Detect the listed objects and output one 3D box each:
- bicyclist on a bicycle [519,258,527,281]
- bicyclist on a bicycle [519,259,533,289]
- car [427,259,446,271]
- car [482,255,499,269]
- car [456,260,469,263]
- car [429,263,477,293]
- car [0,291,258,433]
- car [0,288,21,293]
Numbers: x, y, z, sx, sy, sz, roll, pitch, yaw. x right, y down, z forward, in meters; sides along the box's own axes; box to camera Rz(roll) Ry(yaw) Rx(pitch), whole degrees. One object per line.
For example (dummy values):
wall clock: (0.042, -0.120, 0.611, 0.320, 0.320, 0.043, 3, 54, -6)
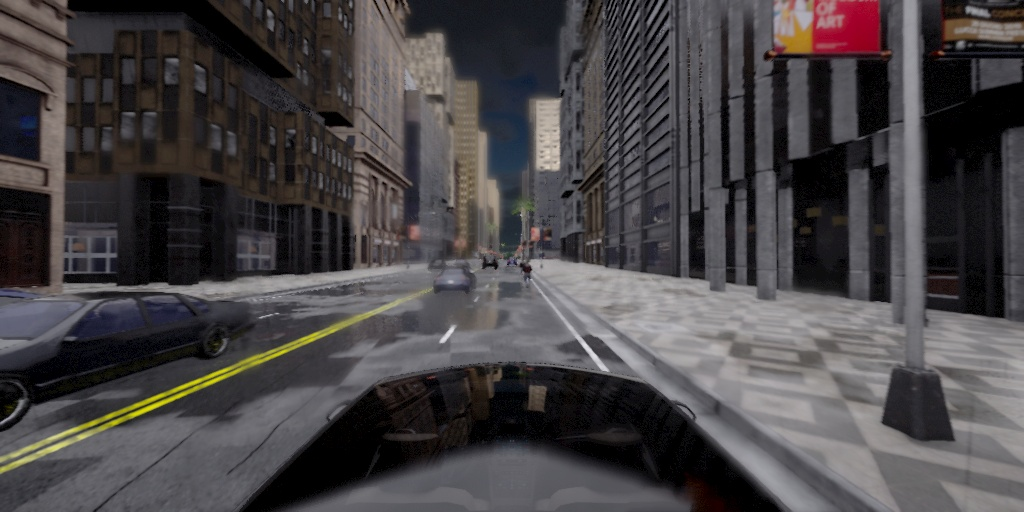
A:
bicyclist on a bicycle: (0.902, 1.100, 29.860, 0.659, 1.776, 1.843, 0, 0, 0)
bicyclist on a bicycle: (0.899, 1.108, 20.742, 0.659, 1.776, 1.843, 0, 0, 0)
car: (-9.816, 1.195, 47.288, 1.837, 1.490, 4.892, 0, 0, 0)
car: (-3.136, 0.892, 53.041, 2.150, 2.045, 5.566, 0, 0, 0)
car: (-6.570, 1.238, 47.309, 2.033, 1.411, 5.357, 0, 0, 0)
car: (-3.146, 1.301, 20.442, 1.994, 1.385, 4.181, 0, 0, 0)
car: (-6.599, 1.295, 5.610, 2.033, 1.411, 5.357, 0, 0, 0)
car: (-9.849, 1.274, 5.785, 1.812, 1.442, 4.674, 0, 0, 0)
